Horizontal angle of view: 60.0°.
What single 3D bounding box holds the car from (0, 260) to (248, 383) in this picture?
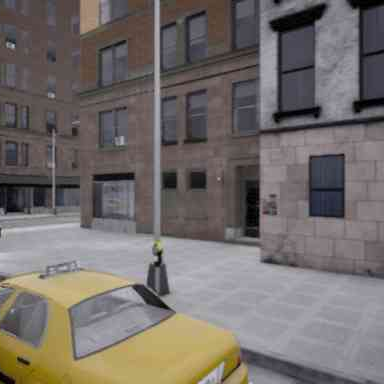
[{"bbox_3d":[-1.749,1.527,4.066,4.829,1.417,1.752,0,0,36],"label":"car"}]
